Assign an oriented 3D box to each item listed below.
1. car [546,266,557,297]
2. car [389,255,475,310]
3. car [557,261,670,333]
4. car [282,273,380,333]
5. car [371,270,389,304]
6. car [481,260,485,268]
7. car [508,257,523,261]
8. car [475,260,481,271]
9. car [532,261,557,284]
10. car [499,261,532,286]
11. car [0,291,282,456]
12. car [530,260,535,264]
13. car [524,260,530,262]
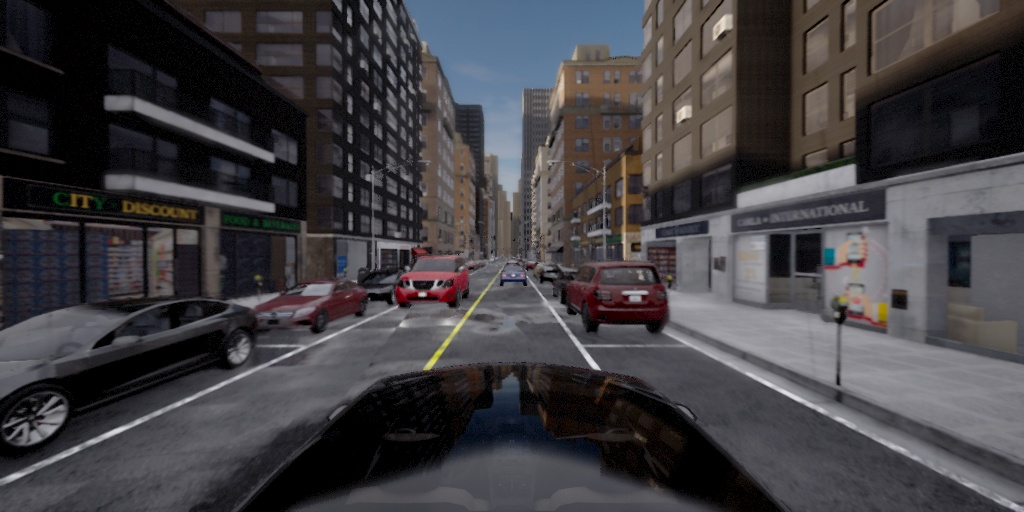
[{"bbox_3d":[2.848,1.319,16.180,1.948,1.339,4.313,0,0,0],"label":"car"},{"bbox_3d":[-3.090,0.973,15.183,2.150,2.045,5.566,0,0,0],"label":"car"},{"bbox_3d":[2.851,1.066,10.650,2.192,1.841,5.009,0,0,0],"label":"car"},{"bbox_3d":[-5.674,1.333,10.627,1.802,1.307,4.207,0,0,0],"label":"car"},{"bbox_3d":[-5.678,1.318,16.158,1.948,1.339,4.313,0,0,0],"label":"car"},{"bbox_3d":[-5.700,1.306,54.873,2.007,1.370,4.403,0,0,0],"label":"car"},{"bbox_3d":[0.074,1.234,47.704,1.882,1.535,5.008,0,0,0],"label":"car"},{"bbox_3d":[-5.697,1.301,49.342,1.888,1.381,4.507,0,0,0],"label":"car"},{"bbox_3d":[2.842,1.321,27.238,1.948,1.339,4.313,0,0,0],"label":"car"},{"bbox_3d":[0.086,1.302,25.495,2.033,1.411,5.357,0,0,0],"label":"car"},{"bbox_3d":[-5.671,1.316,5.096,1.948,1.339,4.313,0,0,0],"label":"car"},{"bbox_3d":[2.838,1.281,32.937,1.751,1.417,4.829,0,0,0],"label":"car"},{"bbox_3d":[2.829,1.302,49.356,1.888,1.381,4.507,0,0,0],"label":"car"}]
